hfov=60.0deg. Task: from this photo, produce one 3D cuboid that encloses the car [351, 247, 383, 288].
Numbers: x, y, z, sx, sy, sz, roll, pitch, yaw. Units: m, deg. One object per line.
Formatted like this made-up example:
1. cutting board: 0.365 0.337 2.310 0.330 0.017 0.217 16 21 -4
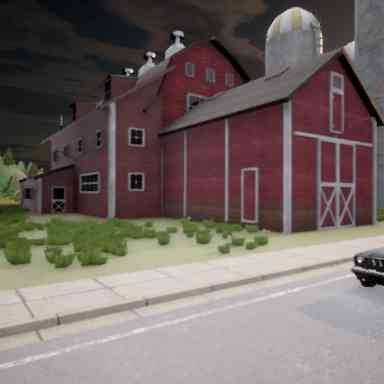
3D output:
1. car: 5.988 1.643 8.243 4.718 1.301 1.895 0 0 -35
